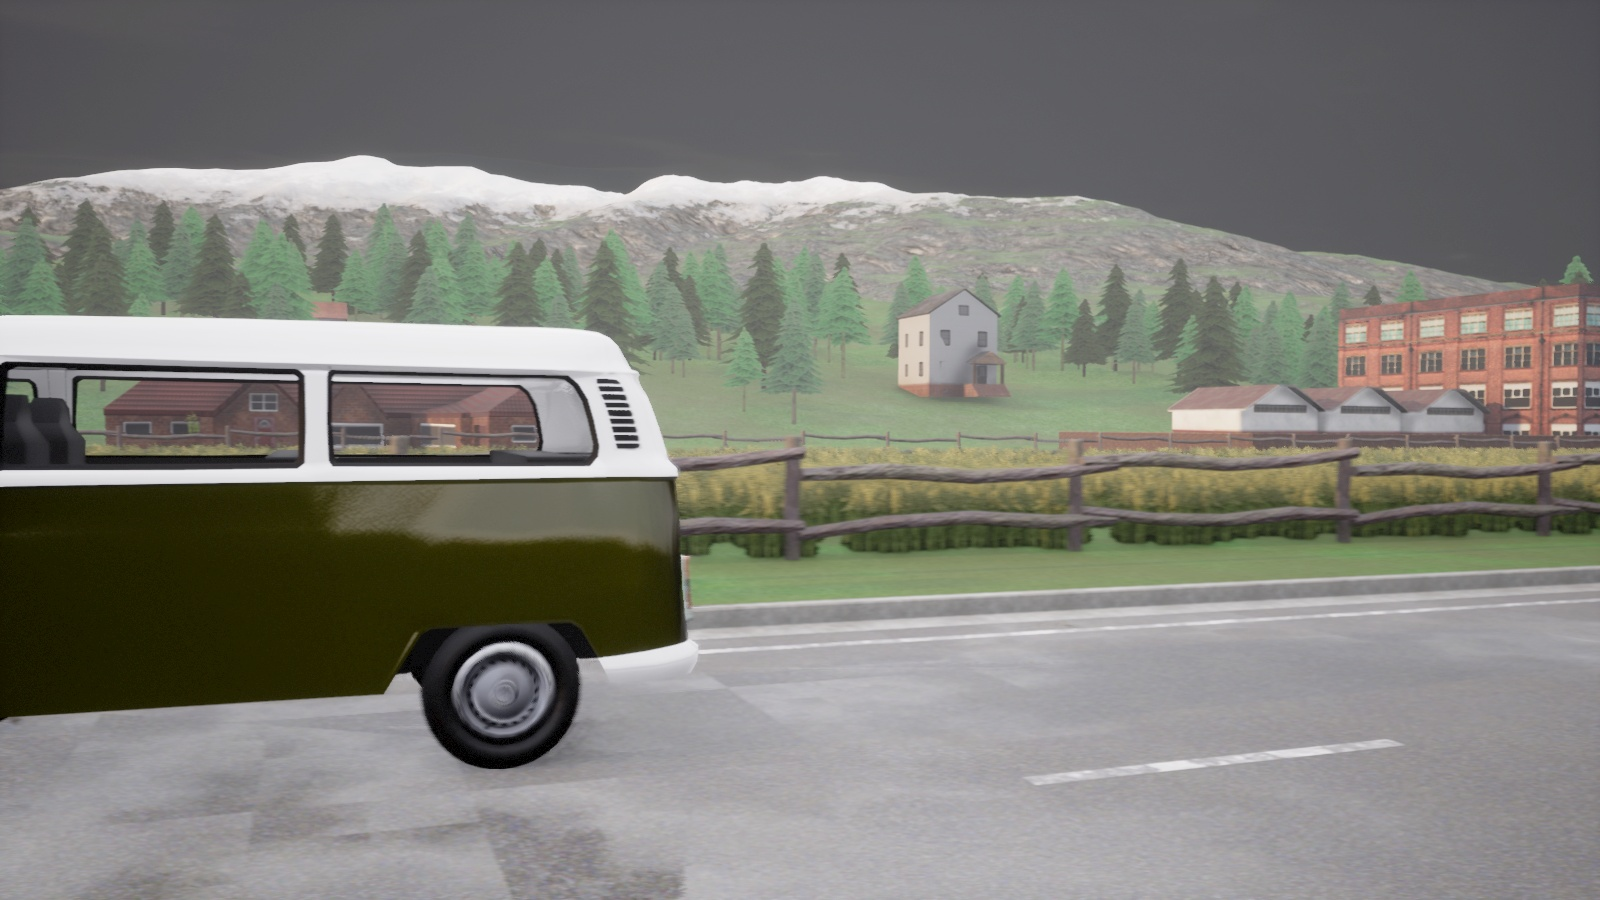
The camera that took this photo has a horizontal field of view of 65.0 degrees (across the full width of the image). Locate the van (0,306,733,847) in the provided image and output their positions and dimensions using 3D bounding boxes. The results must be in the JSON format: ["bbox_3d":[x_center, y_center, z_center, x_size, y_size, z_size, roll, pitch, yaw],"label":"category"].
[{"bbox_3d":[-2.783,0.456,5.923,4.480,2.038,2.069,-1,1,-21],"label":"van"}]
